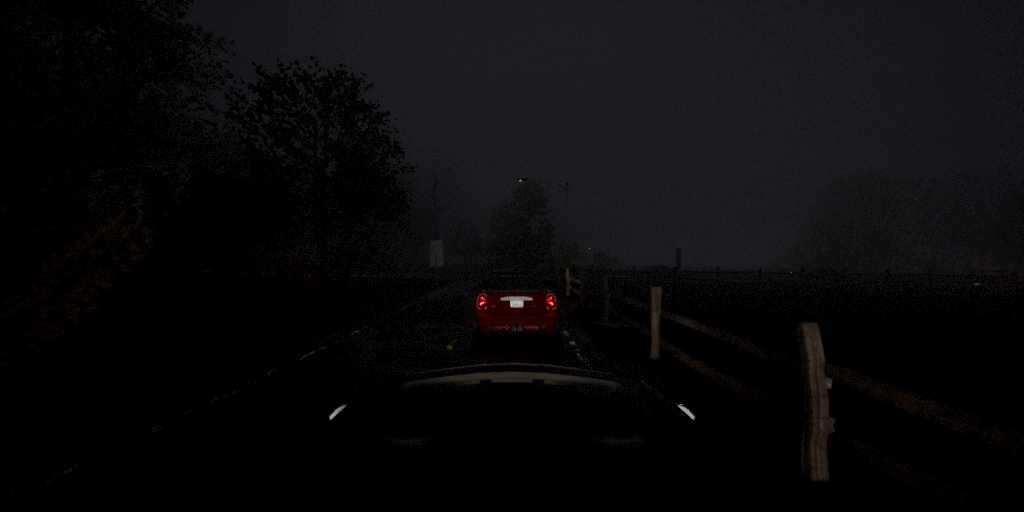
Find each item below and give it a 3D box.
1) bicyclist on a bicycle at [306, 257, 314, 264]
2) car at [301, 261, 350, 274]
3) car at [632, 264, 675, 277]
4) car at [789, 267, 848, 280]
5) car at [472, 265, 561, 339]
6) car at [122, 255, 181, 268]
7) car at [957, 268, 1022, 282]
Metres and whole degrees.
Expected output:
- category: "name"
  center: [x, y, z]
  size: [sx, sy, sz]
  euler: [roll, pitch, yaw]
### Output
- category: "bicyclist on a bicycle"
  center: [-22.611, 0.893, 40.163]
  size: [0.582, 1.620, 1.656]
  euler: [1, 0, 0]
- category: "car"
  center: [-17.769, 1.136, 34.188]
  size: [4.181, 1.385, 1.994]
  euler: [1, 1, 0]
- category: "car"
  center: [14.661, 1.551, 37.148]
  size: [4.181, 1.385, 1.994]
  euler: [1, 1, 0]
- category: "car"
  center: [31.617, 1.831, 37.095]
  size: [4.718, 1.301, 1.895]
  euler: [1, 1, 0]
- category: "car"
  center: [0.111, 1.110, 10.255]
  size: [2.097, 1.767, 4.553]
  euler: [0, 0, 0]
- category: "car"
  center: [-34.823, 0.562, 34.147]
  size: [5.566, 2.045, 2.150]
  euler: [1, 1, 0]
- category: "car"
  center: [49.146, 1.999, 36.952]
  size: [5.008, 1.535, 1.882]
  euler: [1, 1, 0]
